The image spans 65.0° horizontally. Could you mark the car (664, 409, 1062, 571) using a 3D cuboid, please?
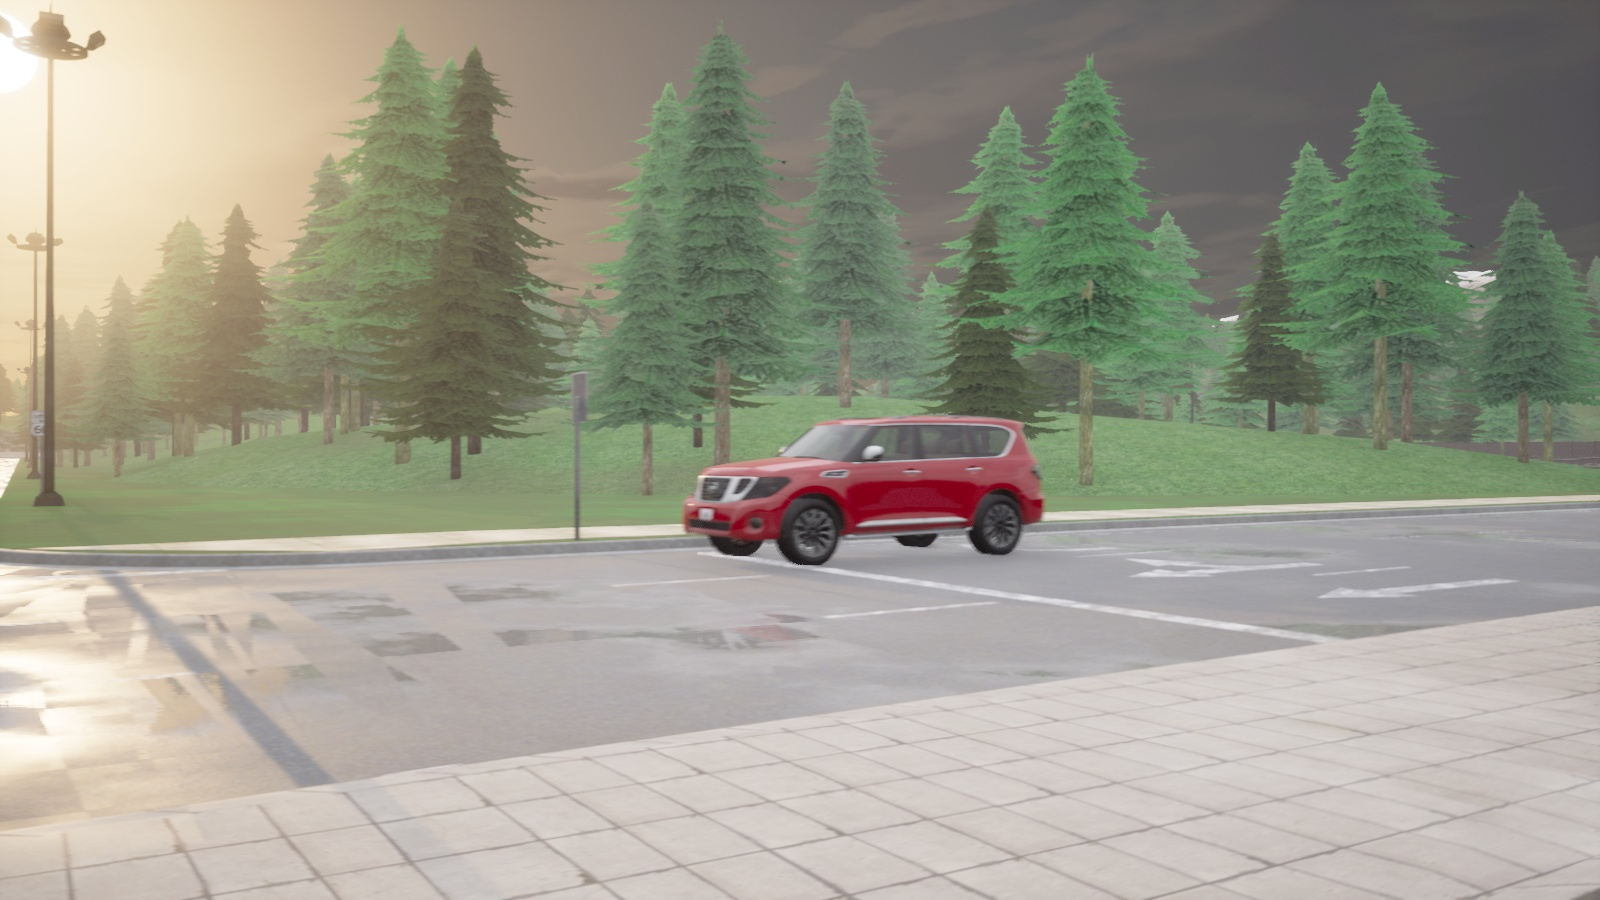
[{"bbox_3d":[1.017,0.505,18.225,5.566,2.045,2.150,0,0,-33],"label":"car"}]
